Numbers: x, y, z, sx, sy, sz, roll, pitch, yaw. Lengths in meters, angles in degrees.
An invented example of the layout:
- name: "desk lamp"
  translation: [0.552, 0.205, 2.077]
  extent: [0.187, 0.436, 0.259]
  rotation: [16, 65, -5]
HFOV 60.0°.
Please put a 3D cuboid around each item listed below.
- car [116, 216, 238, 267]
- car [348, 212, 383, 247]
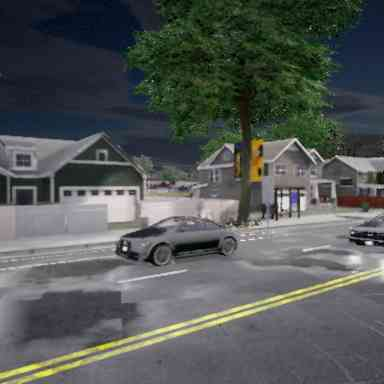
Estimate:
- name: "car"
  translation: [-0.427, 1.545, 11.366]
  extent: [4.181, 1.385, 1.994]
  rotation: [0, 0, -35]
- name: "car"
  translation: [8.753, 1.501, 13.910]
  extent: [5.357, 1.411, 2.033]
  rotation: [0, 0, -35]
